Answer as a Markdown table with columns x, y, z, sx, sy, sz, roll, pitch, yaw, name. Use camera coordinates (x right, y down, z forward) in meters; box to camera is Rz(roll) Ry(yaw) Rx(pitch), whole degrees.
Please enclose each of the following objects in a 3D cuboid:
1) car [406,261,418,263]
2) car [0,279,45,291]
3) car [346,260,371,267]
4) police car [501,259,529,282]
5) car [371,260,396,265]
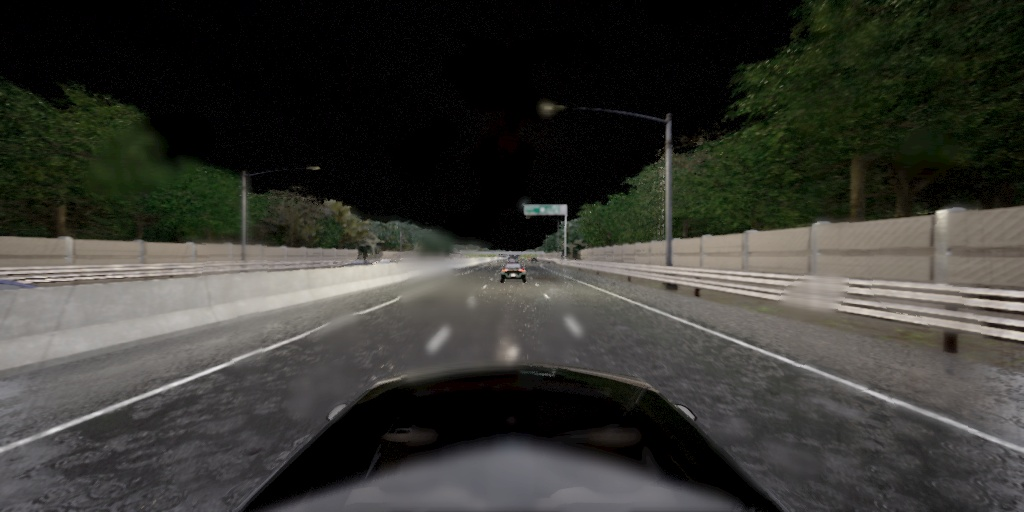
| x | y | z | sx | sy | sz | roll | pitch | yaw | name |
| --- | --- | --- | --- | --- | --- | --- | --- | --- | --- |
| -14.044 | 1.329 | 49.798 | 1.895 | 1.301 | 4.718 | 0 | 0 | 1 | car |
| -14.092 | 1.275 | 8.724 | 1.812 | 1.442 | 4.674 | 0 | 0 | 0 | car |
| -21.026 | 1.276 | 49.850 | 2.033 | 1.411 | 5.357 | 0 | 0 | 1 | car |
| 0.103 | 1.246 | 29.419 | 2.038 | 1.542 | 4.974 | 0 | 0 | 0 | police car |
| -17.536 | 1.254 | 49.987 | 1.812 | 1.442 | 4.674 | 0 | 0 | 1 | car |
